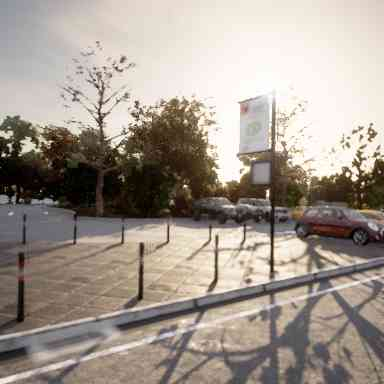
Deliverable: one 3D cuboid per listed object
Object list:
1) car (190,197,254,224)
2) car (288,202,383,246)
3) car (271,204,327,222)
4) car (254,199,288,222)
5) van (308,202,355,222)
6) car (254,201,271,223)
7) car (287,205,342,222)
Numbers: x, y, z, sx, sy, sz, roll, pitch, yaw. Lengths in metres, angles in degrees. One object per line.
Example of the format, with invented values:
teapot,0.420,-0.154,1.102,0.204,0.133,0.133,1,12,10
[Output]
car,2.053,1.485,27.677,2.435,2.045,5.566,2,-1,-36
car,7.470,1.541,16.523,2.185,1.767,4.553,2,-1,-36
car,10.975,2.141,34.390,1.946,1.575,5.366,3,-2,-36
car,6.470,1.667,30.886,2.435,2.045,5.566,2,-1,-36
van,15.584,2.161,37.333,1.878,1.987,4.442,3,-2,-36
car,4.192,1.824,29.258,2.231,1.521,4.892,2,-1,-36
car,13.133,2.256,35.942,1.946,1.575,5.366,3,-2,-36
